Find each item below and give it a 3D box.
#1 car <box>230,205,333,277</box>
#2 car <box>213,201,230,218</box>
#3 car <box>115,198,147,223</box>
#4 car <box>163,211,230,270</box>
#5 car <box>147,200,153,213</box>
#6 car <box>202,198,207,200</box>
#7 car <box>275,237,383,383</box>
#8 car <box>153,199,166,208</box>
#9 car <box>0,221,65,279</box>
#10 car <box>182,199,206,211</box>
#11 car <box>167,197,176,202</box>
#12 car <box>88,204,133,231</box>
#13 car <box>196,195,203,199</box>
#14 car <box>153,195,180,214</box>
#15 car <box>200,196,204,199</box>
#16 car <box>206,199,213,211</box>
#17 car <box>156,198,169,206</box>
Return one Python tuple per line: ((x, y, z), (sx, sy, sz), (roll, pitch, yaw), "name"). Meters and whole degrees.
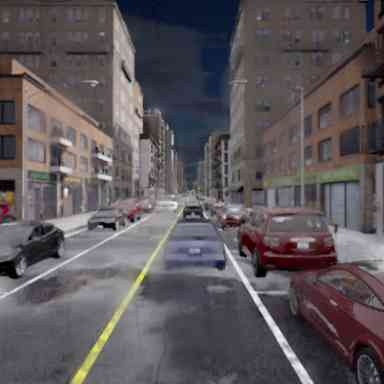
((2.638, 1.369, 10.296), (2.192, 1.841, 5.009), (0, 0, 0), "car")
((2.636, 1.552, 21.657), (1.967, 1.590, 4.097), (0, 0, 0), "car")
((-5.390, 1.455, 27.334), (2.192, 1.841, 5.009), (0, 0, 0), "car")
((0.085, 1.607, 11.265), (2.033, 1.411, 5.357), (0, 0, 0), "car")
((-5.391, 1.637, 38.697), (1.967, 1.590, 4.097), (0, 0, 0), "car")
((2.633, 1.791, 44.382), (1.947, 1.339, 4.313), (0, 0, 0), "car")
((2.639, 1.608, 4.613), (1.802, 1.307, 4.206), (0, 0, 0), "car")
((-5.394, 1.863, 55.741), (1.802, 1.307, 4.206), (0, 0, 0), "car")
((-5.387, 1.620, 10.288), (1.947, 1.339, 4.313), (0, 0, 0), "car")
((0.091, 1.665, 31.494), (1.837, 1.490, 4.892), (0, 0, 0), "car")
((-5.400, 1.988, 88.298), (2.008, 1.369, 4.403), (0, 0, 0), "car")
((-5.389, 1.677, 21.651), (1.947, 1.339, 4.313), (0, 0, 0), "car")
((2.628, 2.014, 93.707), (2.008, 1.369, 4.403), (0, 0, 0), "car")
((-2.851, 1.413, 38.197), (2.150, 2.045, 5.566), (0, 0, 0), "car")
((2.631, 1.808, 55.914), (1.752, 1.417, 4.829), (0, 0, 0), "car")
((2.635, 1.719, 33.019), (2.008, 1.369, 4.403), (0, 0, 0), "car")
((-5.394, 1.860, 61.423), (2.008, 1.369, 4.403), (0, 0, 0), "car")
